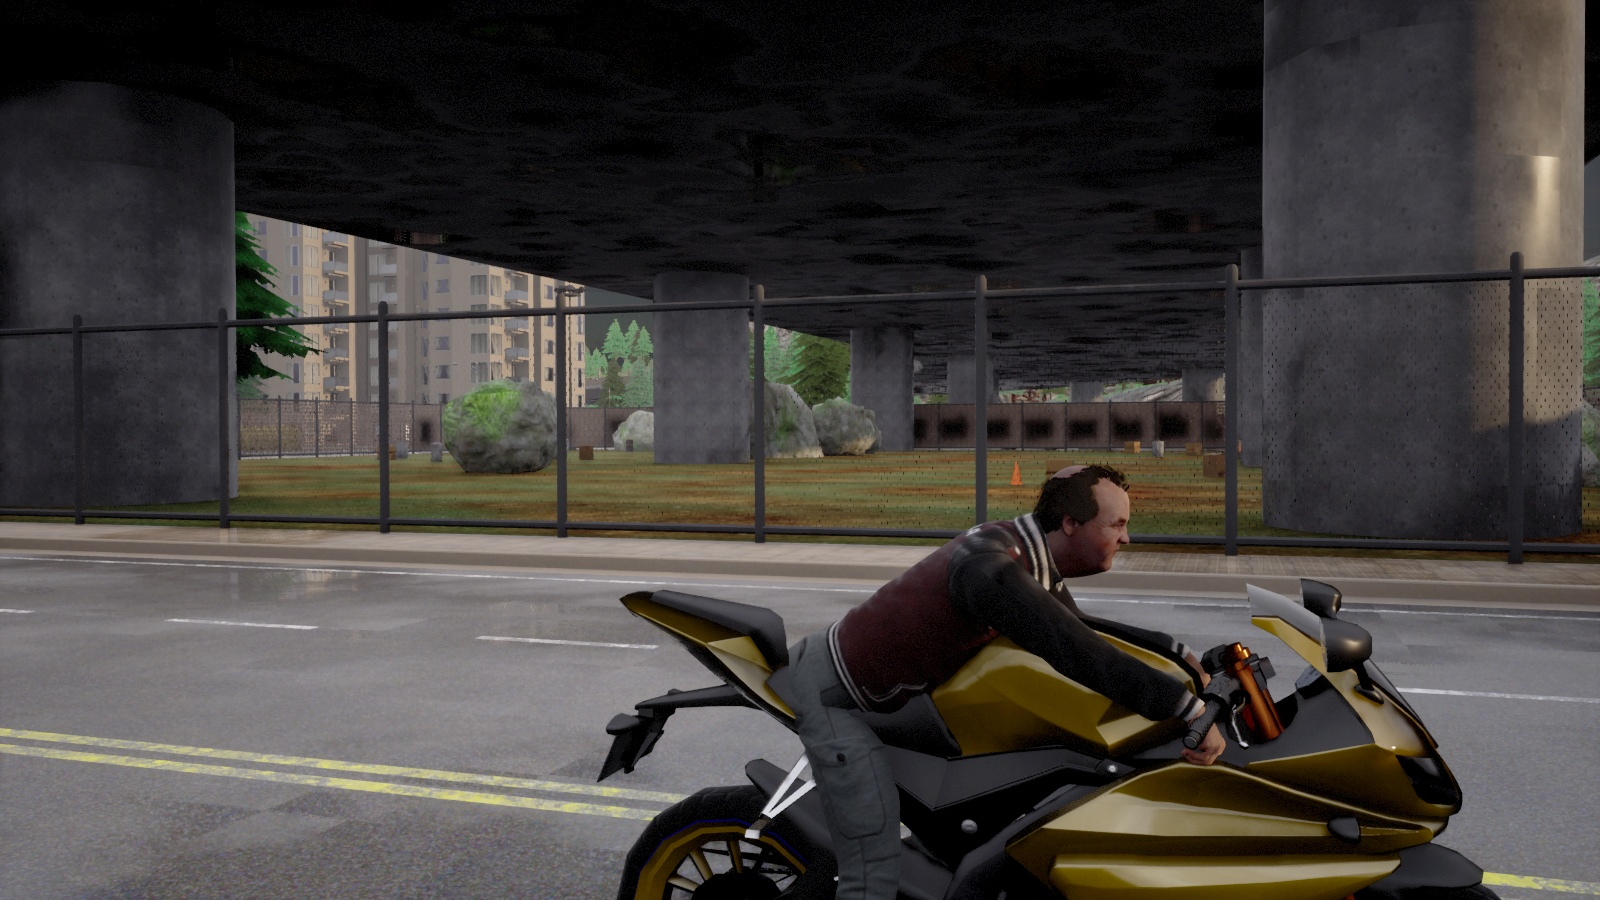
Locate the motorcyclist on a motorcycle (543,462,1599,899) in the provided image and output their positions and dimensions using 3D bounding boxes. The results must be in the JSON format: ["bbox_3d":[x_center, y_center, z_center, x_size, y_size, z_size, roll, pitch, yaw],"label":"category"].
[{"bbox_3d":[0.575,0.816,3.000,2.191,1.530,0.866,1,1,19],"label":"motorcyclist on a motorcycle"}]
